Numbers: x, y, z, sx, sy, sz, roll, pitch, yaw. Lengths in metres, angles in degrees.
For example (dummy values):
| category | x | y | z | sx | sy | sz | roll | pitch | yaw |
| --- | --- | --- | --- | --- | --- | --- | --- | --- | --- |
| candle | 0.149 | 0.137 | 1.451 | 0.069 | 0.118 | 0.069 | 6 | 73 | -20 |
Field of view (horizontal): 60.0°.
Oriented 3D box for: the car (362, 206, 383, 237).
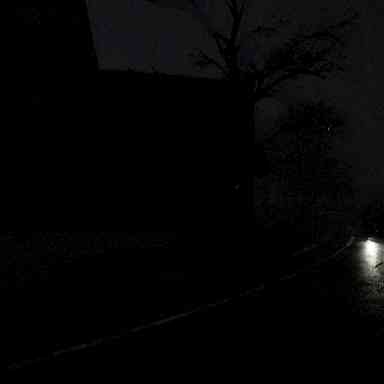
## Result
| category | x | y | z | sx | sy | sz | roll | pitch | yaw |
| --- | --- | --- | --- | --- | --- | --- | --- | --- | --- |
| car | 10.450 | 1.518 | 18.121 | 1.882 | 1.535 | 5.008 | 1 | 0 | 24 |
